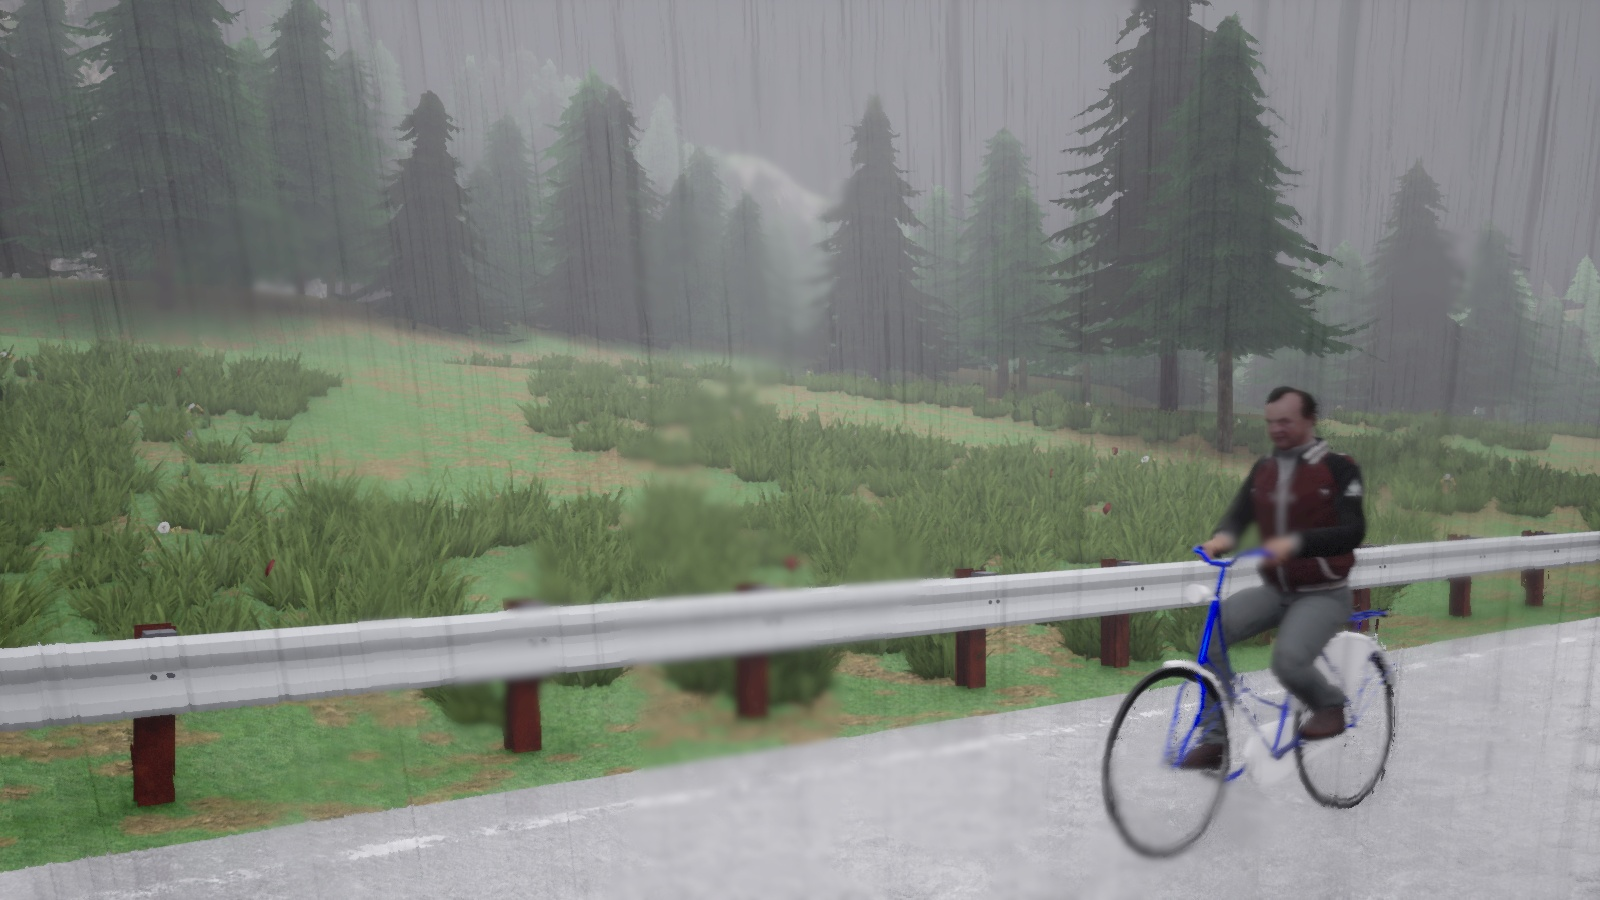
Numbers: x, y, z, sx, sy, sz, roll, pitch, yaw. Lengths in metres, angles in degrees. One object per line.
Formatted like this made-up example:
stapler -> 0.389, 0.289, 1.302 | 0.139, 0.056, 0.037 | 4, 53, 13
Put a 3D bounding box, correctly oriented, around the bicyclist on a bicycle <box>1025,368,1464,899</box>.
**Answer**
bicyclist on a bicycle -> 1.777, 0.624, 4.897 | 1.843, 1.776, 0.659 | 0, 0, -35
